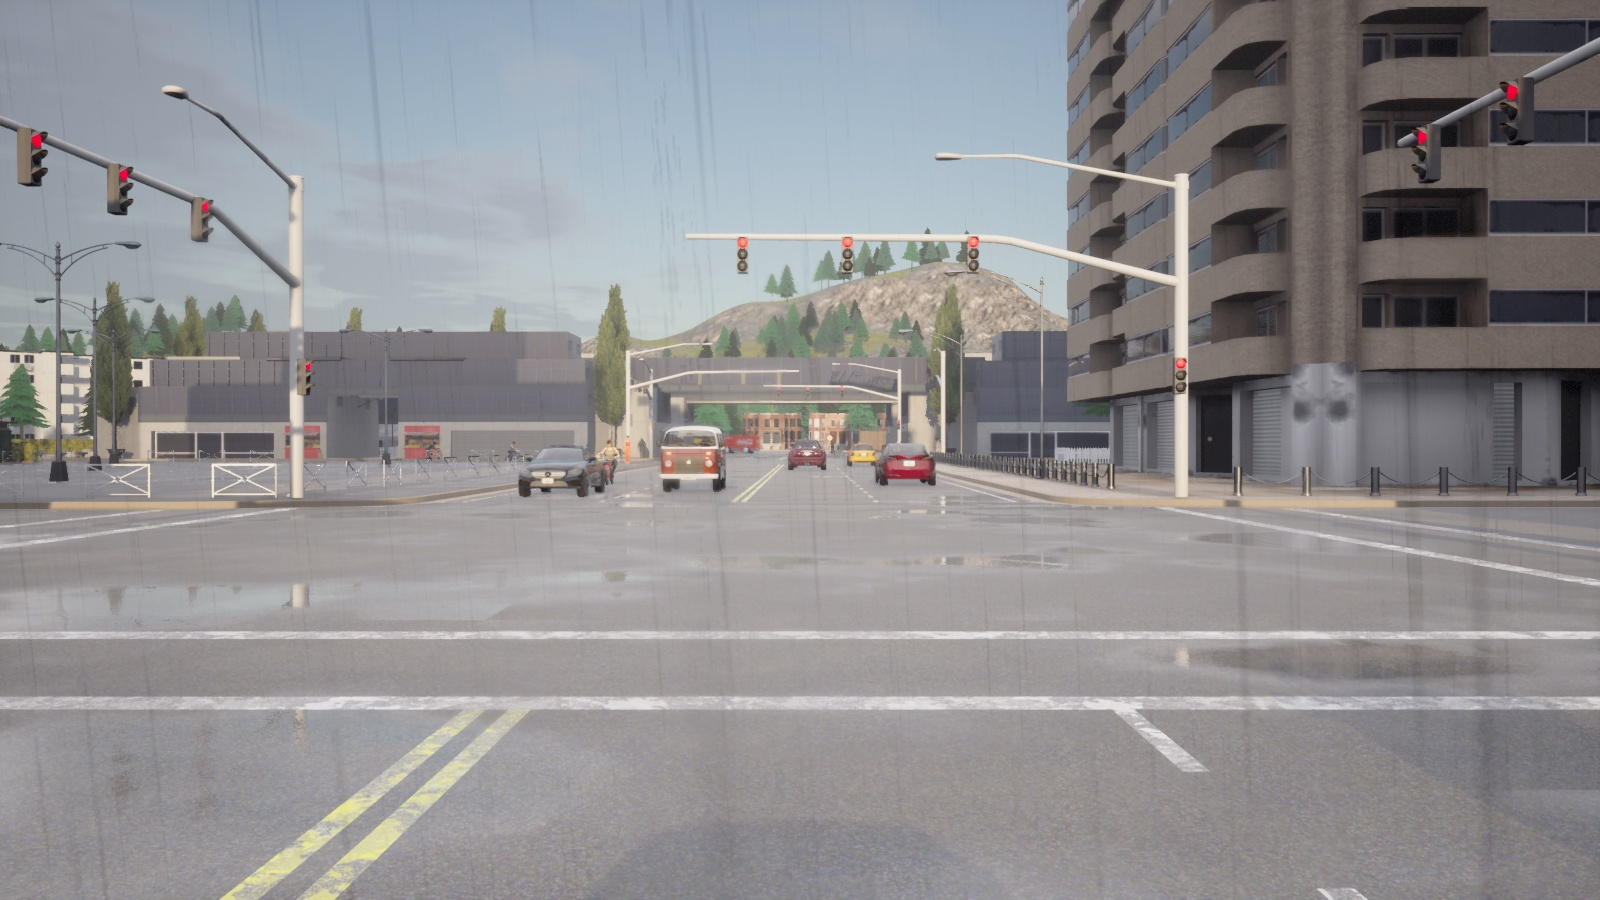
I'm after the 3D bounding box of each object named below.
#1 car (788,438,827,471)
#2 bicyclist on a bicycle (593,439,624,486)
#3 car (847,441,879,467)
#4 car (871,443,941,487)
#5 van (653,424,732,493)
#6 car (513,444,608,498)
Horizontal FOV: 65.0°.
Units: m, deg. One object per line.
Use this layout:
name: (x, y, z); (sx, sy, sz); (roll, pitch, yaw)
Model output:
car: (0.404, 0.211, 69.817); (2.097, 1.767, 4.553); (0, 0, 0)
bicyclist on a bicycle: (-6.737, 0.429, 44.269); (0.866, 1.612, 1.509); (0, 1, 1)
car: (3.962, 0.236, 80.183); (1.801, 1.575, 5.366); (0, 0, 0)
car: (3.765, 0.493, 45.427); (2.163, 1.488, 4.792); (0, 0, 0)
van: (-3.267, 0.250, 39.033); (2.069, 2.038, 4.480); (0, 0, 0)
car: (-6.784, 0.563, 36.038); (1.812, 1.442, 4.674); (0, 0, 0)
